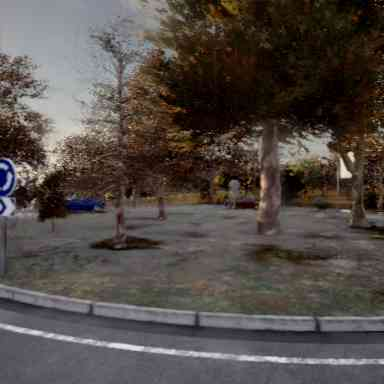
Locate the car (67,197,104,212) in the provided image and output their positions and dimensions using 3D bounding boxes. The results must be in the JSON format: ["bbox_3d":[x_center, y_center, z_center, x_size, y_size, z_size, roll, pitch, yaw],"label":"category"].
[{"bbox_3d":[-10.117,1.010,29.361,1.882,1.535,5.008,1,1,43],"label":"car"}]

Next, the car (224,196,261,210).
[{"bbox_3d":[5.723,1.103,34.640,4.718,1.301,1.895,1,1,14],"label":"car"}]
